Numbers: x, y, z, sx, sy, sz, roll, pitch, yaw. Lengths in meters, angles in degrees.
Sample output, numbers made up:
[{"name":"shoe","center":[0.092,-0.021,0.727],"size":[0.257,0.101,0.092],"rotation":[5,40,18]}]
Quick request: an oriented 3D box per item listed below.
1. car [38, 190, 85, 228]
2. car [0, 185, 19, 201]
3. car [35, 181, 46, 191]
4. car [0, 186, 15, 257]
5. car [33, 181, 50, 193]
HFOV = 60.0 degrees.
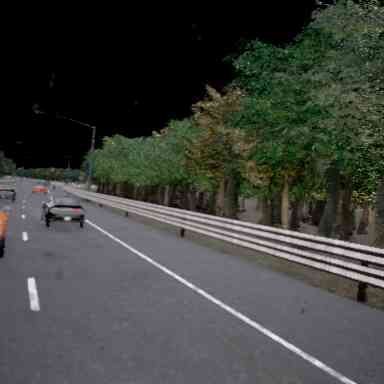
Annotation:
[{"name":"car","center":[-6.927,0.955,17.759],"size":[2.128,1.511,4.902],"rotation":[6,0,-27]},{"name":"car","center":[-17.339,0.094,30.883],"size":[2.128,1.511,4.902],"rotation":[6,0,-26]},{"name":"car","center":[-34.994,-1.502,77.041],"size":[2.150,2.045,5.566],"rotation":[6,0,-24]},{"name":"car","center":[-6.788,0.773,10.168],"size":[2.097,1.767,4.553],"rotation":[6,0,-28]},{"name":"car","center":[-26.053,-0.668,57.035],"size":[2.097,1.767,4.553],"rotation":[6,0,-25]}]
